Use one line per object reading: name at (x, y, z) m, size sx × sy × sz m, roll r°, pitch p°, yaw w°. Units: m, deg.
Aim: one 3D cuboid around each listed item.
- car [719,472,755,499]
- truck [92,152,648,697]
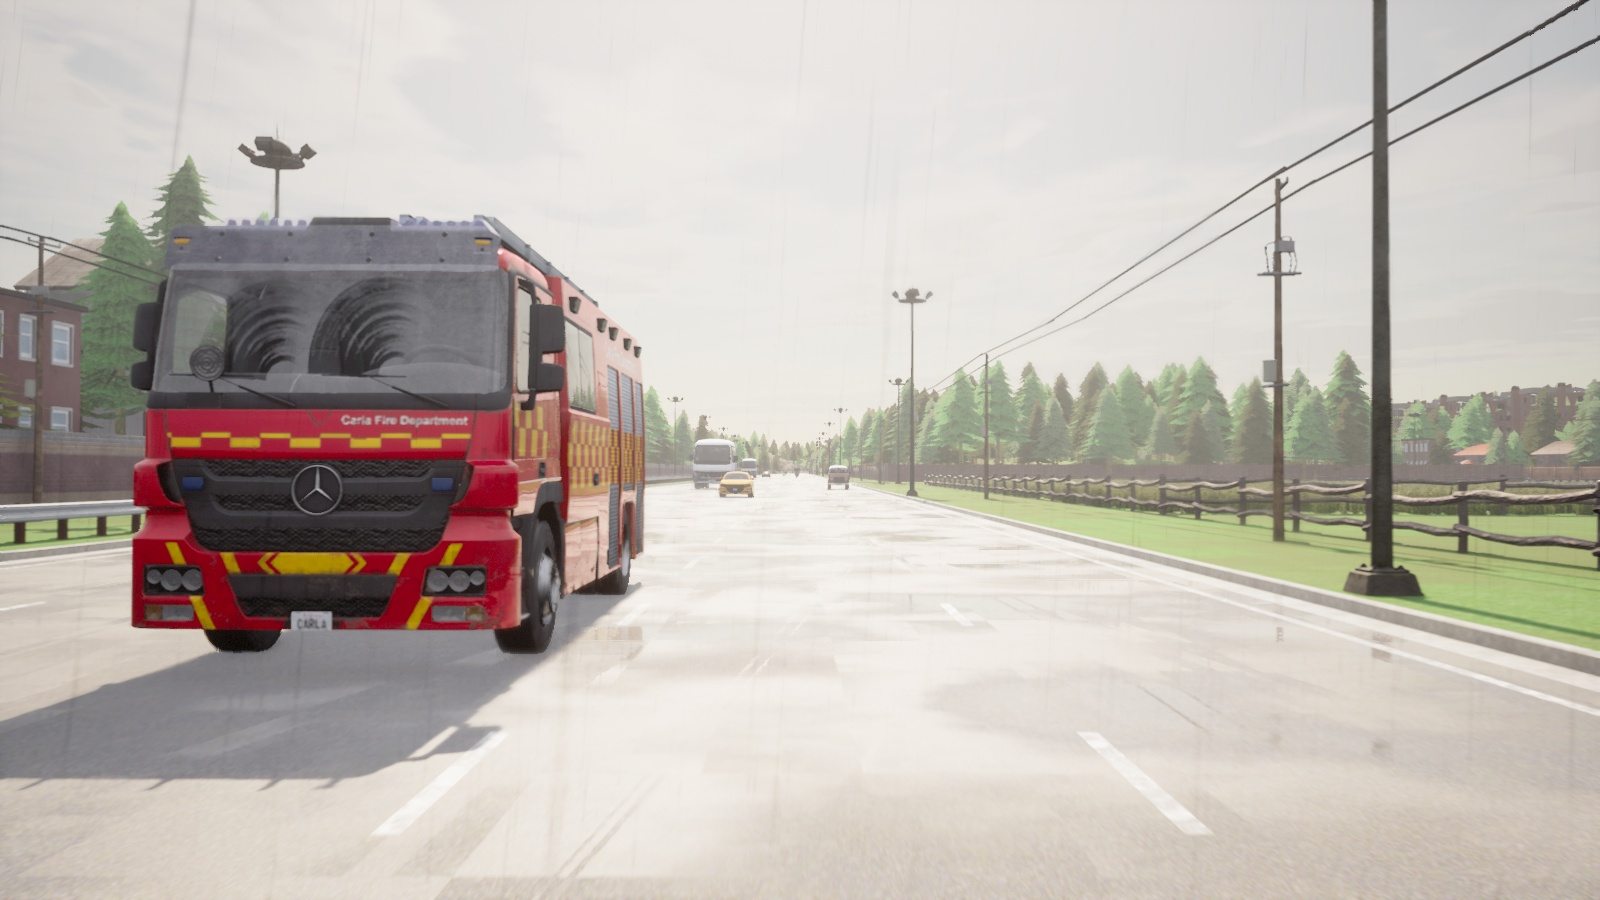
car at (-3.677, 2.042, 73.792) m, size 1.882 × 1.535 × 5.008 m, roll 0°, pitch -1°, yaw 0°
truck at (-3.537, -0.117, 13.069) m, size 2.891 × 3.827 × 8.468 m, roll 0°, pitch -1°, yaw 0°
